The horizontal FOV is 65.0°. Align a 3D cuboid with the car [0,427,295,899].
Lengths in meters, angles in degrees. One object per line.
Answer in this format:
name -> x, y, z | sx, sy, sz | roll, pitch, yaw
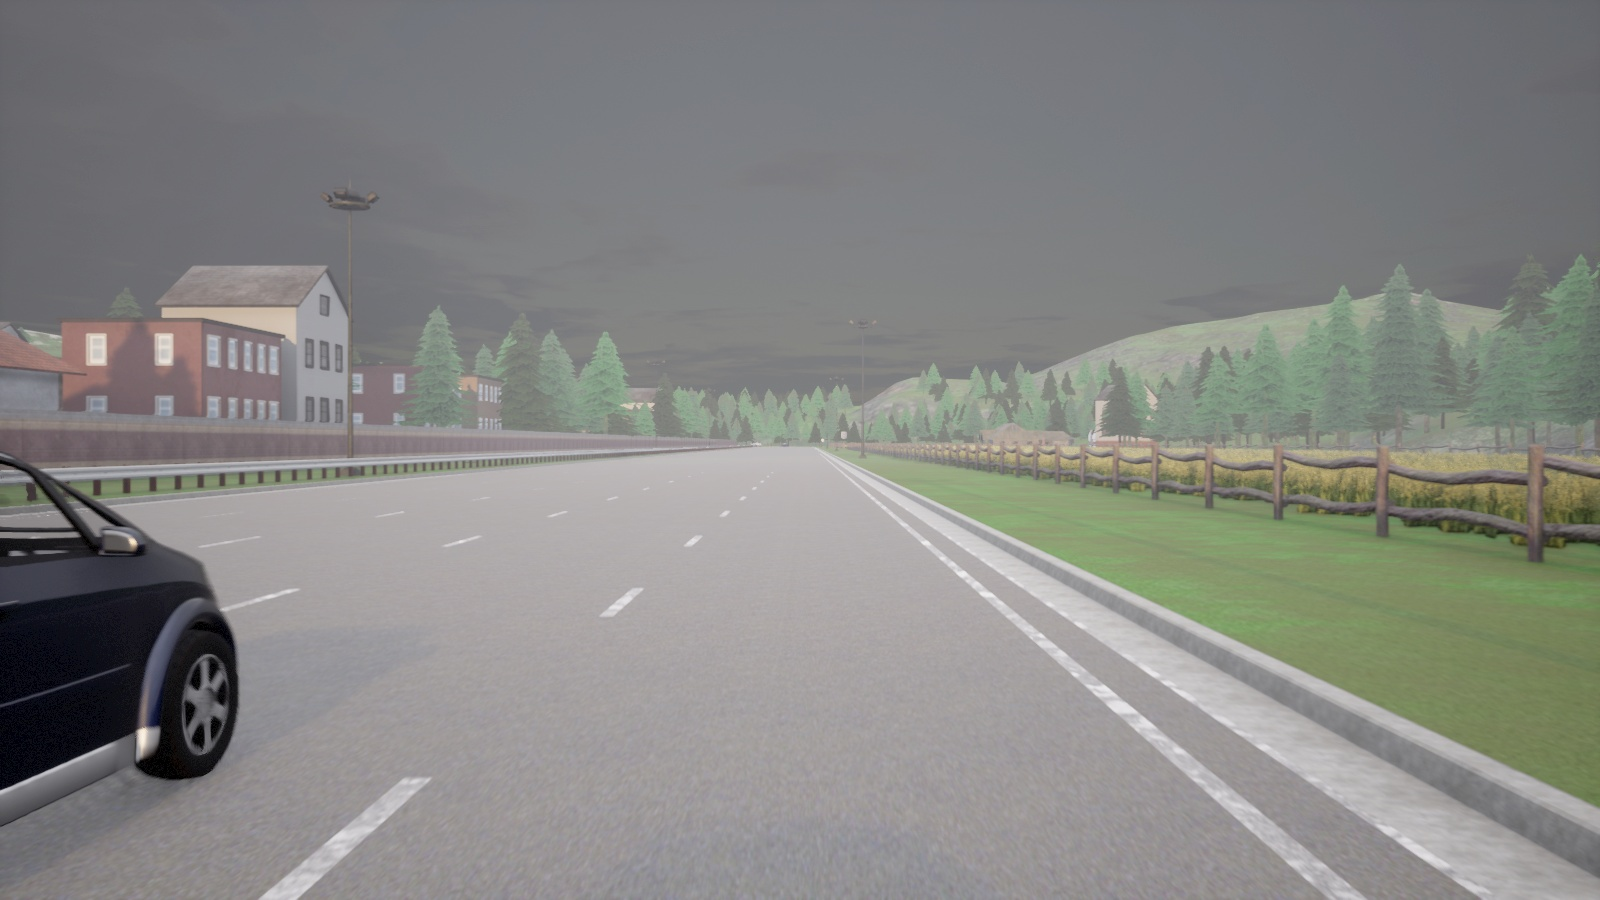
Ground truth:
car -> -3.459, 0.697, 4.495 | 1.789, 1.549, 3.705 | 0, 0, 0
